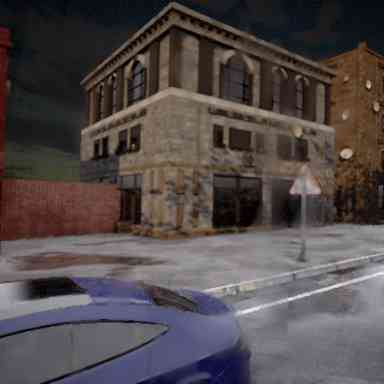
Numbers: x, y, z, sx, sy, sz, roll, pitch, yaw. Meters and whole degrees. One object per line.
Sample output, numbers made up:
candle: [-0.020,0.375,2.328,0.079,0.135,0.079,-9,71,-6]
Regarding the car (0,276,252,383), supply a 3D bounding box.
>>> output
car: [-1.559,1.514,2.571,4.674,1.442,1.812,0,0,-35]
